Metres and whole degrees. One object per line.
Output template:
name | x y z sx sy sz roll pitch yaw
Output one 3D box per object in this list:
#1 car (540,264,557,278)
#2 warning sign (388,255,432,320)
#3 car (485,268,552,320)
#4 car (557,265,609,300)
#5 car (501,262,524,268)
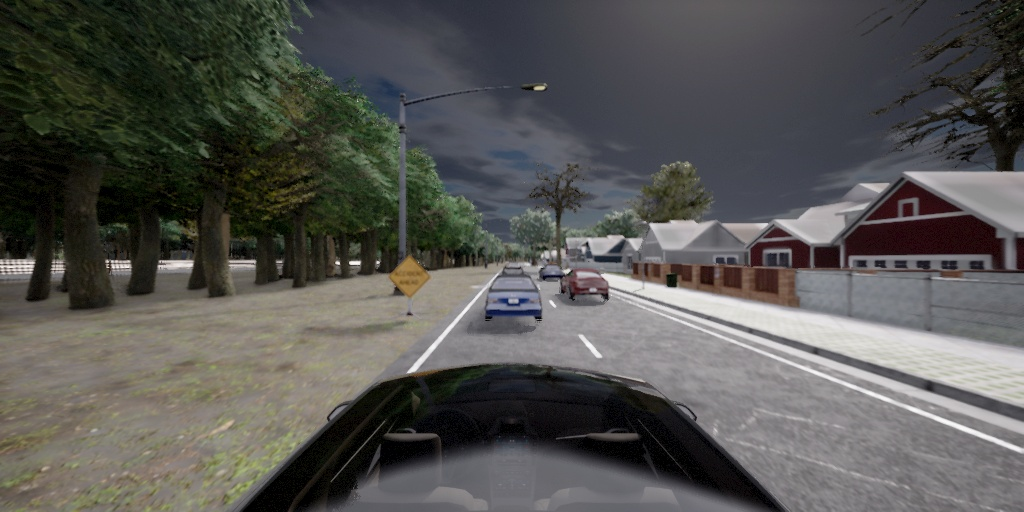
car | 3.580 1.441 33.143 1.994 1.385 4.181 0 0 0
warning sign | -3.052 0.902 10.734 1.300 1.860 1.060 0 0 0
car | 0.061 1.342 12.762 2.033 1.411 5.357 0 0 0
car | 3.584 1.342 18.101 1.812 1.442 4.674 0 0 0
car | 0.078 1.367 32.671 2.128 1.511 4.902 0 0 0
